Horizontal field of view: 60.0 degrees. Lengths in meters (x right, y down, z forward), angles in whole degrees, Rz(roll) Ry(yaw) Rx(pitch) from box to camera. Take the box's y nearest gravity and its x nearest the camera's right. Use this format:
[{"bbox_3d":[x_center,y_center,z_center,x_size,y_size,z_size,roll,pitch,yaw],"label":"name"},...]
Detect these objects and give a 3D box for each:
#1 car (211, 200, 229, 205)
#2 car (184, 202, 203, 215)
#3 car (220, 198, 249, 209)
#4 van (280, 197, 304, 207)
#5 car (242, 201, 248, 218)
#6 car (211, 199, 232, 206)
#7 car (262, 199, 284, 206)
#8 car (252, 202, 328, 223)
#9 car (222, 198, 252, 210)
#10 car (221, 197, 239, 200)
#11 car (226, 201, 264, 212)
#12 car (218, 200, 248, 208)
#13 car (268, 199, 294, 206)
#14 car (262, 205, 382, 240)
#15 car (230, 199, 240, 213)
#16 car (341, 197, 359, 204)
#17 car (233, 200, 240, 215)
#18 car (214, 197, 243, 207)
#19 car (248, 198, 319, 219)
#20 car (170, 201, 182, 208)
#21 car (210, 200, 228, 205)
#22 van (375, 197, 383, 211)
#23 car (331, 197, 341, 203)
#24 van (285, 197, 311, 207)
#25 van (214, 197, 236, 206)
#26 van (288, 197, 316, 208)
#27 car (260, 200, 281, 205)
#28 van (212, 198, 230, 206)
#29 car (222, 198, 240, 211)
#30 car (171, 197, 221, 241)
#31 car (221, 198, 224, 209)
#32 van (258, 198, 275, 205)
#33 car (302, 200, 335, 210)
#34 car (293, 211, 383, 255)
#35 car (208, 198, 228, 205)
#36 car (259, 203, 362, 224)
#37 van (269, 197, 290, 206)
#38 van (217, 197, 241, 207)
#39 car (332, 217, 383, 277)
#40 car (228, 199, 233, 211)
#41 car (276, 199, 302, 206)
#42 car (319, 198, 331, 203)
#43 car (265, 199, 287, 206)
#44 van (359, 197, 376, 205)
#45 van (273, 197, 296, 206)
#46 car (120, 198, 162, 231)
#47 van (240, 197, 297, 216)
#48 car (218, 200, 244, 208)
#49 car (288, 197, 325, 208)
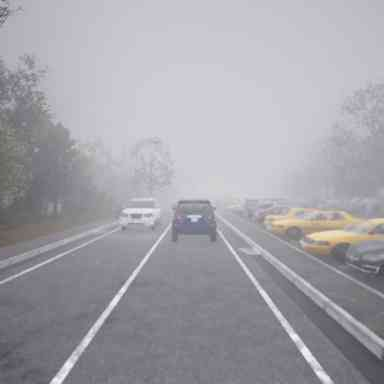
[{"bbox_3d":[7.458,2.870,89.728,4.674,1.452,2.002,0,-2,0],"label":"car"},{"bbox_3d":[0.186,1.932,39.871,2.033,1.411,5.357,0,-1,0],"label":"car"},{"bbox_3d":[7.186,1.957,56.446,4.553,1.767,2.185,0,-1,0],"label":"car"},{"bbox_3d":[20.260,1.985,67.441,4.442,1.987,1.878,0,-1,0],"label":"van"},{"bbox_3d":[7.049,1.775,28.684,4.792,1.488,2.163,0,-1,0],"label":"car"},{"bbox_3d":[7.421,2.673,84.178,5.008,1.535,2.097,0,-2,0],"label":"car"},{"bbox_3d":[20.489,2.660,83.899,5.008,1.535,2.097,0,-2,0],"label":"car"},{"bbox_3d":[6.974,1.687,23.133,4.892,1.521,2.231,0,0,0],"label":"car"},{"bbox_3d":[7.167,1.923,53.670,4.553,1.767,2.185,0,-1,0],"label":"car"},{"bbox_3d":[6.993,2.012,50.894,5.366,1.575,1.946,0,-1,0],"label":"car"},{"bbox_3d":[7.145,1.949,45.340,4.892,1.521,2.231,0,-1,0],"label":"car"},{"bbox_3d":[7.232,2.116,59.220,5.008,1.535,2.097,0,-1,0],"label":"car"},{"bbox_3d":[20.250,2.422,75.592,5.366,1.575,1.946,0,-2,0],"label":"car"},{"bbox_3d":[6.756,1.647,17.714,5.366,1.575,1.946,0,0,0],"label":"car"},{"bbox_3d":[7.050,1.876,37.013,4.792,1.488,2.163,0,-1,0],"label":"car"},{"bbox_3d":[20.130,1.587,36.838,5.566,2.045,2.435,0,-1,0],"label":"car"},{"bbox_3d":[7.030,1.842,34.237,4.792,1.488,2.163,0,-1,0],"label":"car"},{"bbox_3d":[7.325,1.967,67.551,5.566,2.045,2.435,0,-1,0],"label":"car"},{"bbox_3d":[7.031,1.588,25.913,4.553,1.767,2.185,0,-1,0],"label":"car"},{"bbox_3d":[-3.051,2.325,63.879,1.895,1.301,4.718,0,-1,1],"label":"car"},{"bbox_3d":[7.504,2.938,92.502,4.792,1.488,2.163,0,-2,0],"label":"car"},{"bbox_3d":[20.235,1.545,31.297,4.442,1.987,1.878,0,-1,0],"label":"van"},{"bbox_3d":[20.150,1.620,39.608,5.566,2.045,2.435,0,-1,0],"label":"car"},{"bbox_3d":[20.472,1.949,64.537,4.442,1.987,1.878,0,-1,0],"label":"van"},{"bbox_3d":[7.220,2.133,73.086,4.442,1.987,1.878,0,-2,0],"label":"van"},{"bbox_3d":[20.453,1.917,61.892,4.442,1.987,1.878,0,-1,0],"label":"van"},{"bbox_3d":[20.509,2.742,86.793,5.008,1.535,2.097,0,-2,0],"label":"car"},{"bbox_3d":[7.552,2.525,86.959,4.442,1.987,1.878,0,-2,0],"label":"van"},{"bbox_3d":[6.933,1.911,42.566,5.366,1.575,1.946,0,-1,0],"label":"car"},{"bbox_3d":[0.112,1.378,17.683,2.150,2.045,5.566,0,0,0],"label":"car"},{"bbox_3d":[7.152,1.983,48.116,4.892,1.521,2.231,0,-1,0],"label":"car"},{"bbox_3d":[20.670,2.669,92.212,4.442,1.987,1.878,0,-2,0],"label":"van"},{"bbox_3d":[20.274,2.080,53.454,4.674,1.452,2.002,0,-1,0],"label":"car"},{"bbox_3d":[6.716,1.625,12.041,5.366,1.575,1.946,0,0,0],"label":"car"},{"bbox_3d":[7.466,2.735,95.286,5.566,2.045,2.435,0,-2,0],"label":"car"},{"bbox_3d":[7.146,1.662,20.364,5.366,1.575,1.946,0,0,0],"label":"car"},{"bbox_3d":[20.571,2.278,78.366,4.442,1.987,1.878,0,-2,0],"label":"van"},{"bbox_3d":[7.160,1.958,64.776,4.442,1.987,1.878,0,-1,0],"label":"van"},{"bbox_3d":[6.888,1.619,9.264,4.892,1.521,2.231,0,0,0],"label":"car"},{"bbox_3d":[7.070,1.910,39.789,4.792,1.488,2.163,0,-1,0],"label":"car"},{"bbox_3d":[20.400,2.269,70.054,5.008,1.535,2.097,0,-2,0],"label":"car"},{"bbox_3d":[20.212,1.939,45.145,5.008,1.535,2.097,0,-1,0],"label":"car"},{"bbox_3d":[20.468,2.583,81.130,4.892,1.521,2.231,0,-2,0],"label":"car"},{"bbox_3d":[20.021,1.578,34.069,4.442,1.987,1.878,0,-1,0],"label":"van"},{"bbox_3d":[20.298,2.121,72.831,4.442,1.987,1.878,0,-2,0],"label":"van"},{"bbox_3d":[-3.327,1.425,22.585,2.150,2.045,5.566,0,-1,0],"label":"car"},{"bbox_3d":[7.156,1.553,31.463,4.442,1.987,1.878,0,-1,0],"label":"van"},{"bbox_3d":[7.260,2.190,61.996,4.674,1.452,2.002,0,-1,0],"label":"car"},{"bbox_3d":[20.289,1.858,59.123,5.566,2.045,2.435,0,-1,0],"label":"car"}]
